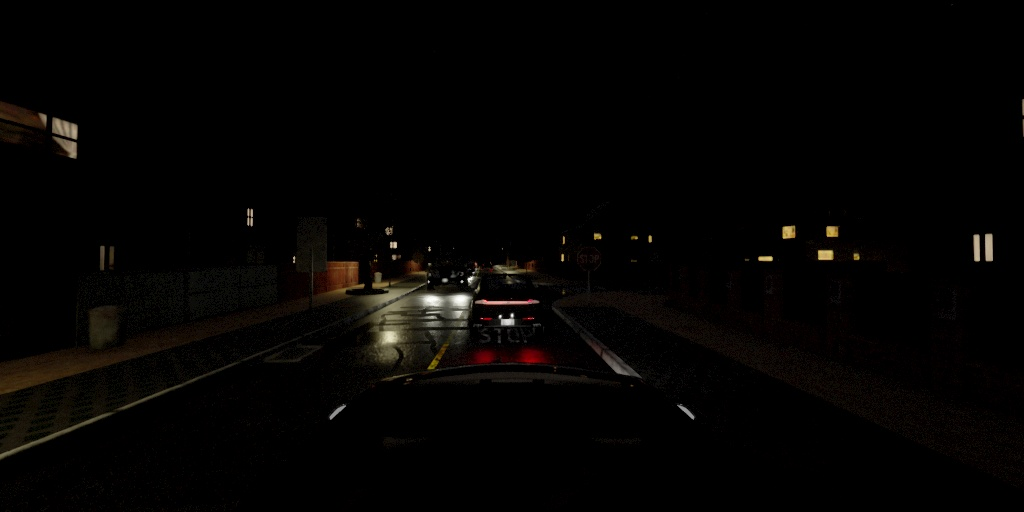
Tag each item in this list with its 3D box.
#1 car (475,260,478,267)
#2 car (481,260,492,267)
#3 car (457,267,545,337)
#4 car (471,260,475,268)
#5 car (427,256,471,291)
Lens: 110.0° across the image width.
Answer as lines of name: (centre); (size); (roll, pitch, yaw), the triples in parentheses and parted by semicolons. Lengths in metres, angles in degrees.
car: (-6.317, 1.479, 51.986); (2.033, 1.411, 5.357); (0, 0, -4)
car: (-4.395, 1.546, 62.884); (1.812, 1.442, 4.674); (0, 0, -5)
car: (-0.196, 1.250, 10.335); (2.128, 1.511, 4.902); (0, 0, -2)
car: (-5.215, 1.319, 38.429); (1.882, 1.535, 5.008); (0, -1, -5)
car: (-3.883, 1.001, 22.380); (2.150, 2.045, 5.566); (0, 0, -5)
